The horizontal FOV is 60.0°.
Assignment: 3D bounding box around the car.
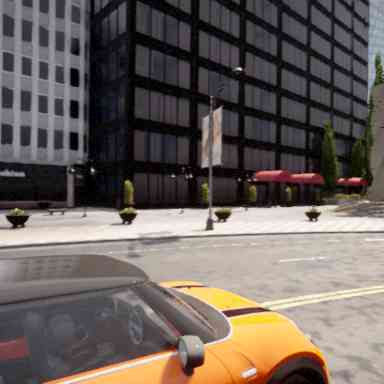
[{"bbox_3d":[-0.912,1.340,2.762,4.553,1.767,2.097,1,0,-34],"label":"car"}]
